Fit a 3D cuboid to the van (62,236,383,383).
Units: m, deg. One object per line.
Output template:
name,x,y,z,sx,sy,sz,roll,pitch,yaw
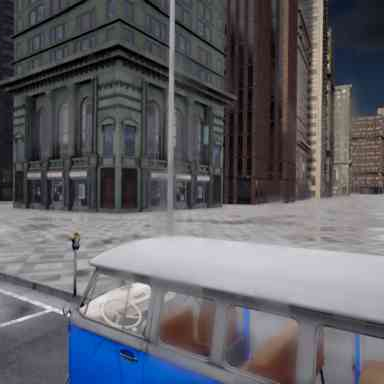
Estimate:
van,0.722,1.341,2.477,3.998,1.788,1.690,0,1,35
